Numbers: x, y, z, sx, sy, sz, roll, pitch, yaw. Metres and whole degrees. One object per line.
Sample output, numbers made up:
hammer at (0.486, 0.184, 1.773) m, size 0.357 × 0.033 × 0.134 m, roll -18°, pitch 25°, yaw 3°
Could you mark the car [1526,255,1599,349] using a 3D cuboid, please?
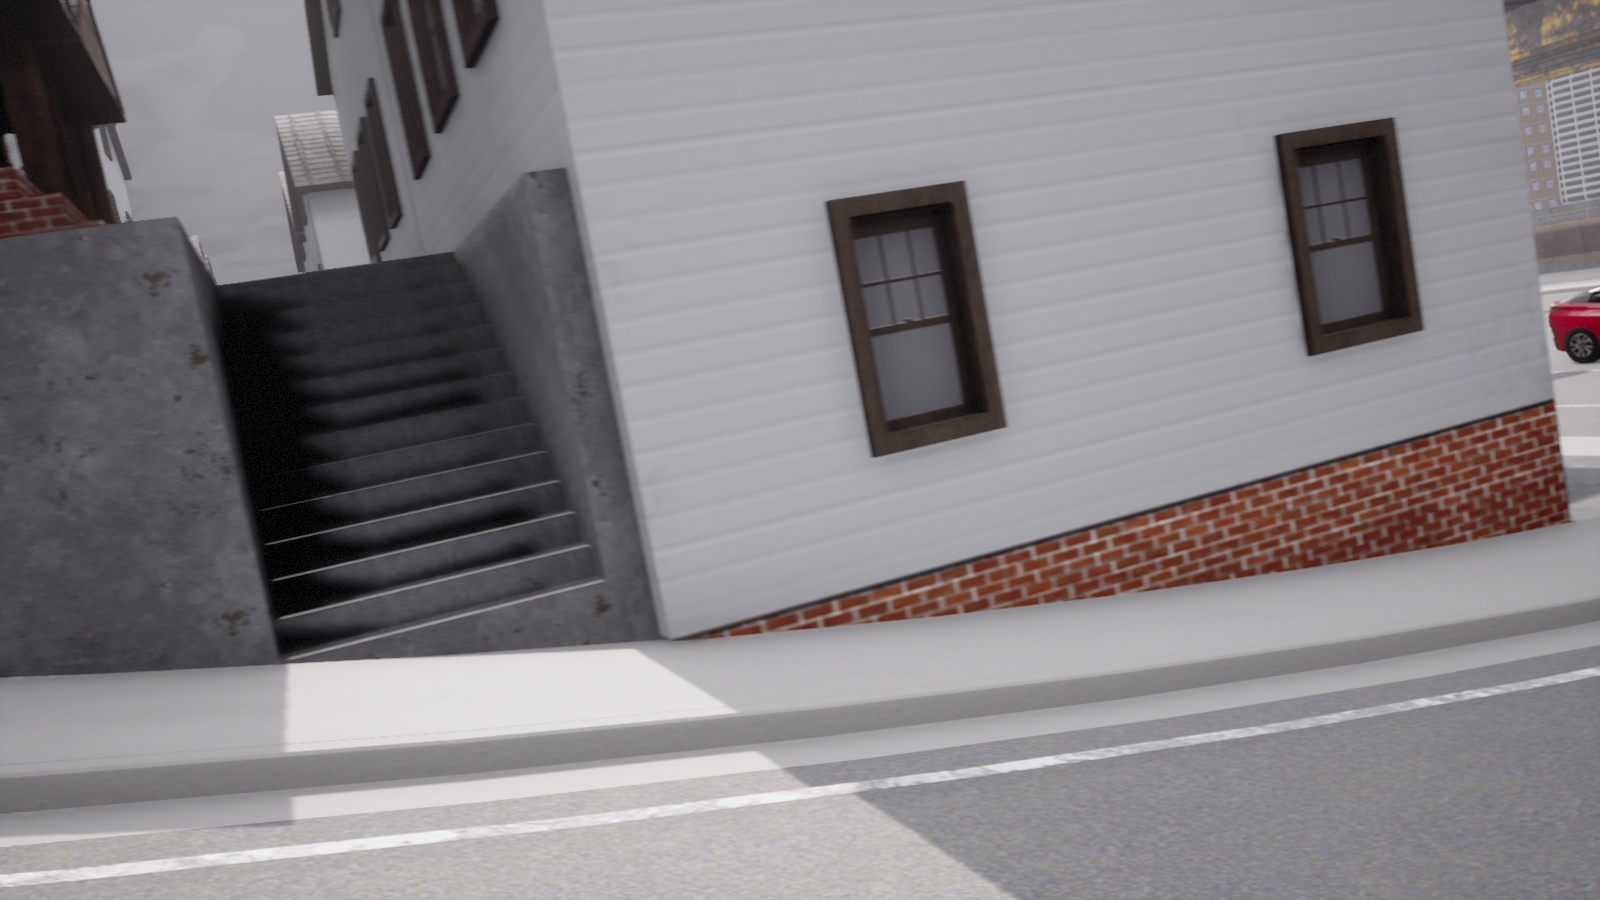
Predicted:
car at (16.086, -2.931, 22.902) m, size 2.007 × 1.525 × 4.514 m, roll -14°, pitch 6°, yaw -20°
